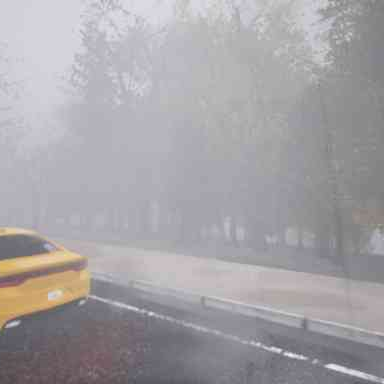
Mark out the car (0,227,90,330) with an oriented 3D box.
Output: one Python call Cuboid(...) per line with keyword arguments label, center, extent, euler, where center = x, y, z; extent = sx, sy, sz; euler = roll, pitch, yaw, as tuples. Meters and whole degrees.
Cuboid(label="car", center=(-4.152, 1.445, 6.621), extent=(5.008, 1.535, 1.882), euler=(0, 0, 35))
